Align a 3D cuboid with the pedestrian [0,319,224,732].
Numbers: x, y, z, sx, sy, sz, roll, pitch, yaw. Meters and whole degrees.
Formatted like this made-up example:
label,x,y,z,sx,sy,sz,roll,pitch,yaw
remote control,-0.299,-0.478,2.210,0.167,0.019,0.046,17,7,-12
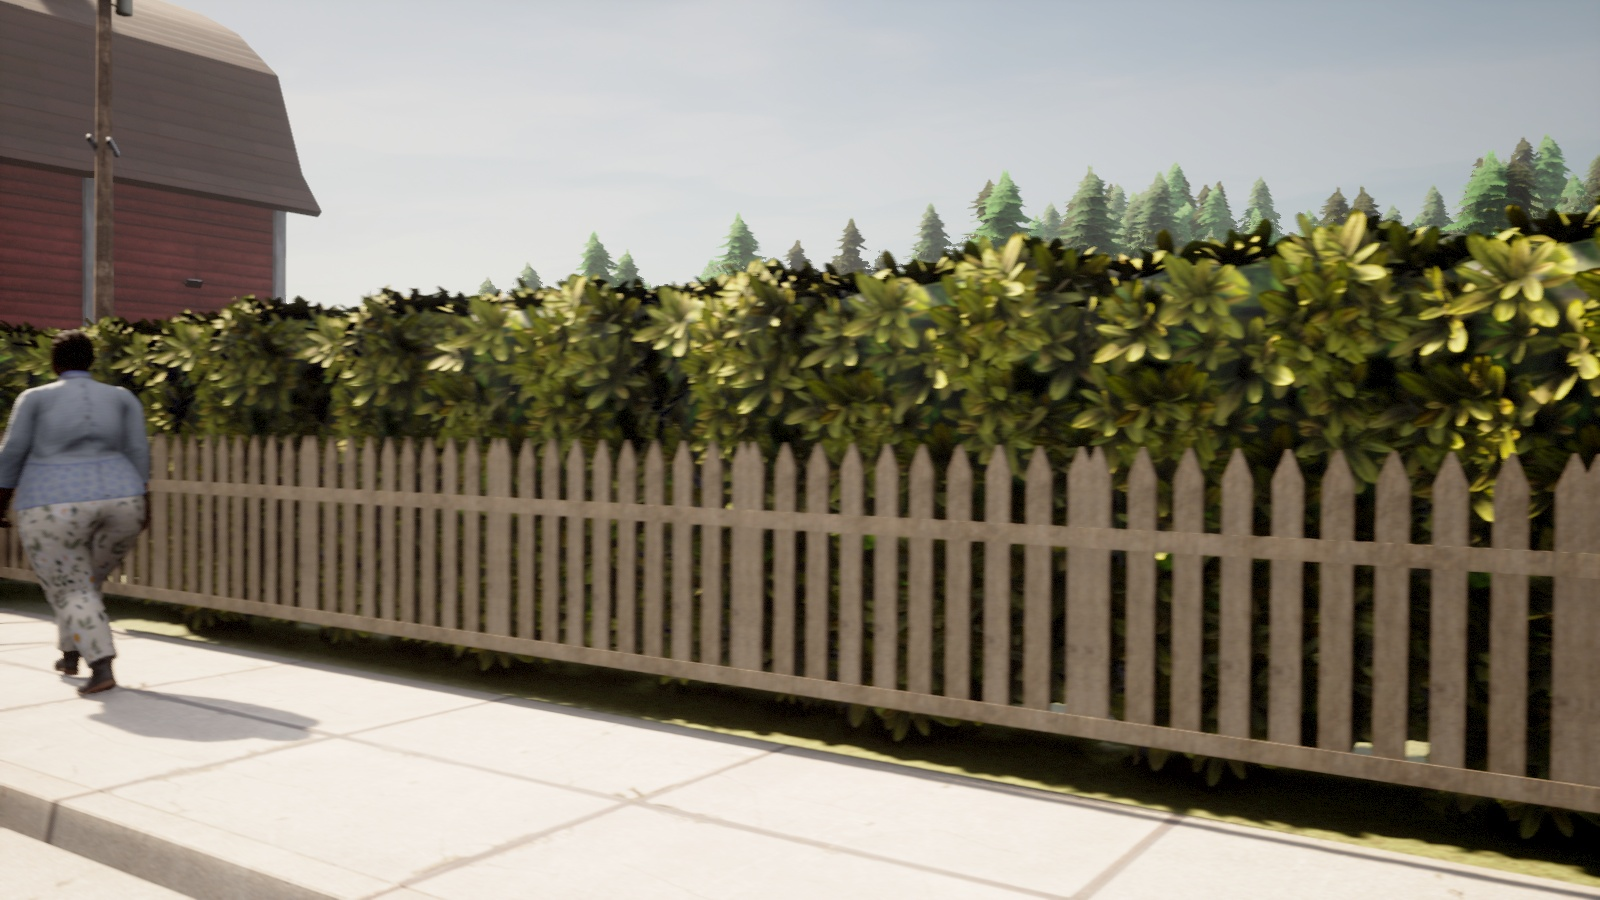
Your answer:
label,x,y,z,sx,sy,sz,roll,pitch,yaw
pedestrian,-3.531,0.333,6.255,0.900,1.855,0.874,0,1,40
